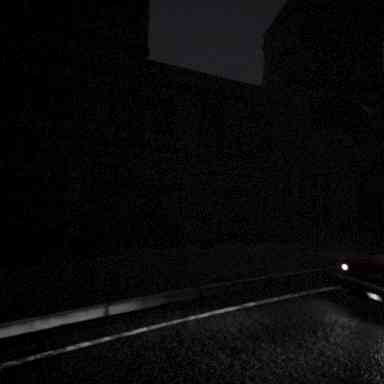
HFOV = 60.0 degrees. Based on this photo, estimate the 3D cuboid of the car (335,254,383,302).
[{"bbox_3d":[5.383,1.614,6.959,4.718,1.301,1.895,0,-1,-22],"label":"car"}]
